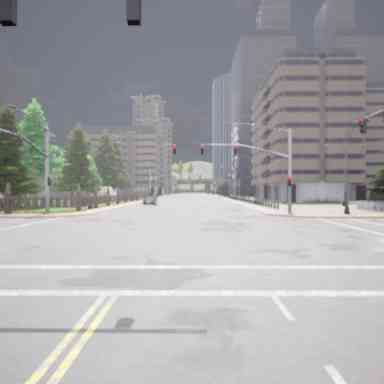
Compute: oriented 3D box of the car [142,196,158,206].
[{"bbox_3d":[-6.267,1.298,50.093,2.128,1.511,4.902,0,0,0],"label":"car"}]
